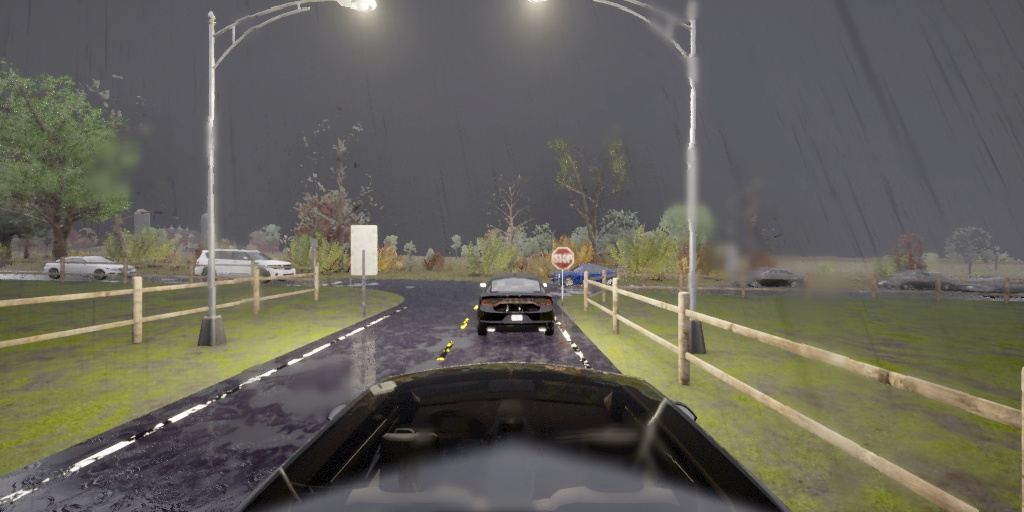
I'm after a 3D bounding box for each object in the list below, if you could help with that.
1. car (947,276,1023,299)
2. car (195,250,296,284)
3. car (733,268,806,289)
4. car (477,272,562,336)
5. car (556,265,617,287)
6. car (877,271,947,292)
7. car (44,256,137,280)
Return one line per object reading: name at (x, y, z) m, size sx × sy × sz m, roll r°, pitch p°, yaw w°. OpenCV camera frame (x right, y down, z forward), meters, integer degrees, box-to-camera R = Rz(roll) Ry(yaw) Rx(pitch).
car at (31.636, 2.032, 23.185) m, size 4.181 × 1.385 × 1.994 m, roll 1°, pitch 1°, yaw 0°
car at (-17.166, 0.644, 23.184) m, size 5.566 × 2.045 × 2.150 m, roll 1°, pitch 1°, yaw 0°
car at (18.685, 1.647, 26.135) m, size 4.902 × 1.511 × 2.128 m, roll 1°, pitch 1°, yaw 0°
car at (0.062, 1.226, 10.470) m, size 1.882 × 1.535 × 5.008 m, roll 0°, pitch 0°, yaw -1°
car at (5.099, 1.346, 25.152) m, size 5.008 × 1.535 × 1.882 m, roll 1°, pitch 0°, yaw -14°
car at (29.409, 1.875, 26.131) m, size 4.902 × 1.511 × 2.128 m, roll 1°, pitch 1°, yaw 0°
car at (-27.214, 0.730, 23.184) m, size 4.674 × 1.442 × 1.812 m, roll 1°, pitch 1°, yaw 0°
